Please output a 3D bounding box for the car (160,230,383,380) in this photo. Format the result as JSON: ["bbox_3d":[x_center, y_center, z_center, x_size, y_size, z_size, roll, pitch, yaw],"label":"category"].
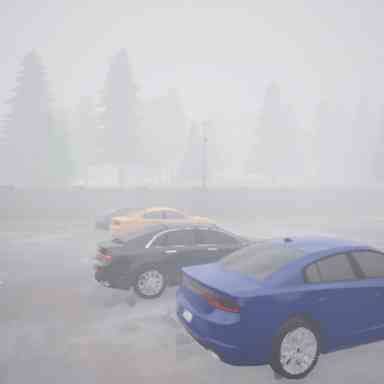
[{"bbox_3d":[2.214,1.468,5.363,5.008,1.535,1.882,0,0,-23],"label":"car"}]

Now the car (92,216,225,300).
[{"bbox_3d":[0.072,1.495,8.254,4.892,1.490,1.837,0,0,-23],"label":"car"}]

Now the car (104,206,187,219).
[{"bbox_3d":[-1.251,1.462,15.301,5.008,1.535,1.882,0,0,-23],"label":"car"}]

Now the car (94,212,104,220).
[{"bbox_3d":[-3.058,1.509,18.350,4.674,1.442,1.812,0,0,-23],"label":"car"}]
